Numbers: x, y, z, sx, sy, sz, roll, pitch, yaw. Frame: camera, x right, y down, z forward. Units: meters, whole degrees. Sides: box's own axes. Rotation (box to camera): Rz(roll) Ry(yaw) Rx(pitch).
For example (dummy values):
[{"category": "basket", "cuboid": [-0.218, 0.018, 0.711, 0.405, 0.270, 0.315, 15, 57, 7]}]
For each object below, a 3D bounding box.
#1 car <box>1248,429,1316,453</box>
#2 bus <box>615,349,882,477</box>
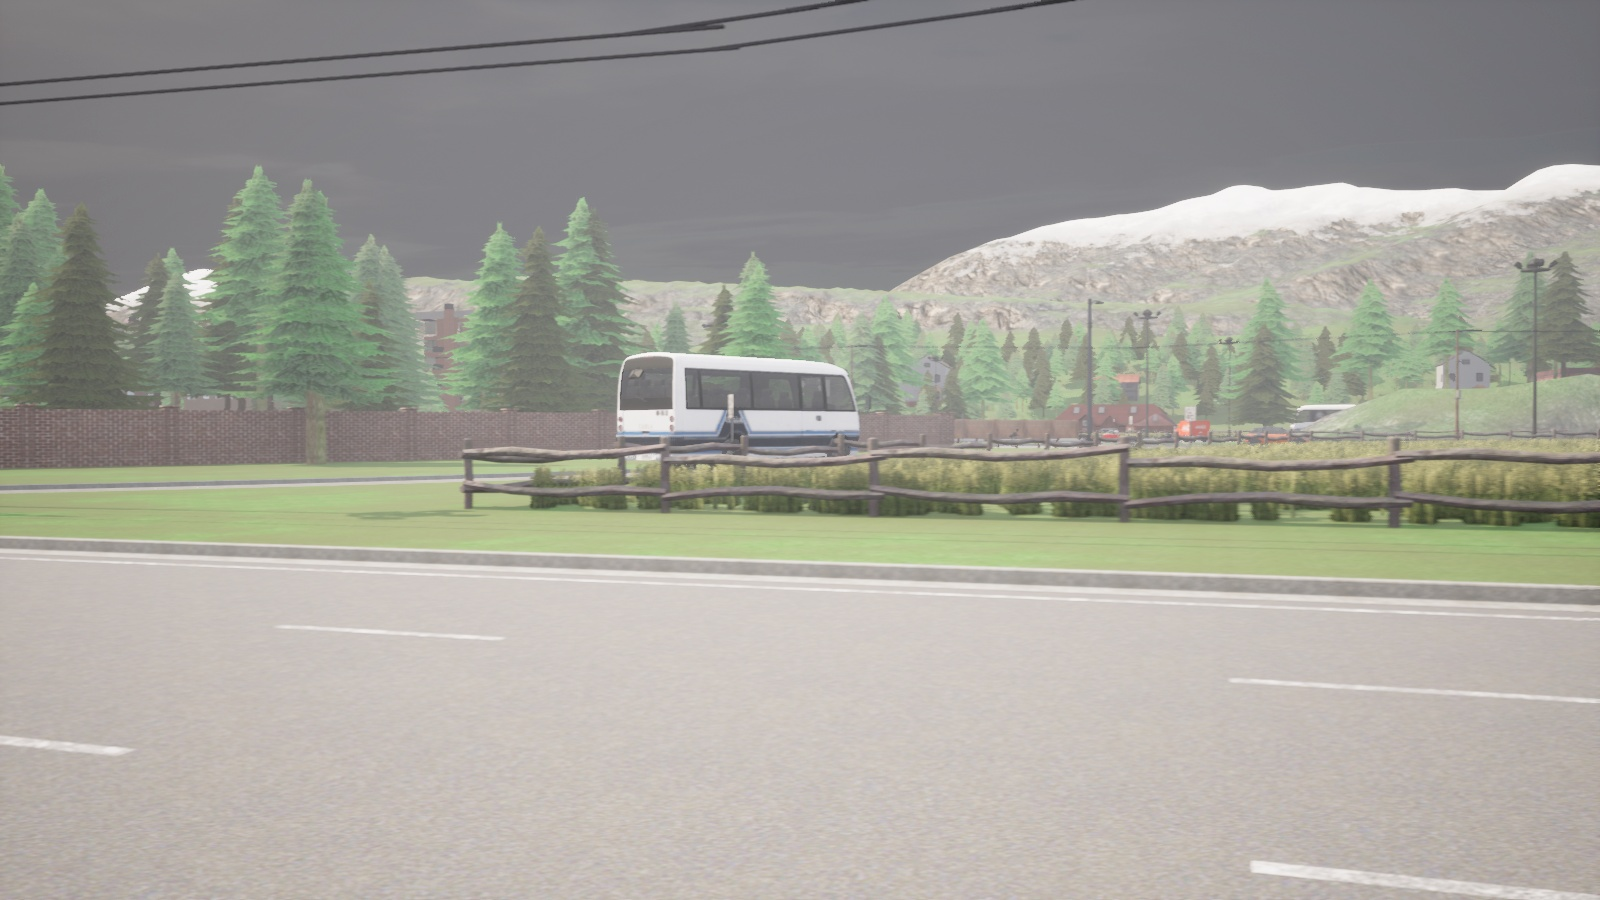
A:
[{"category": "car", "cuboid": [35.592, -0.669, 92.876, 4.553, 1.767, 2.097, 1, 1, 18]}, {"category": "bus", "cuboid": [-1.674, -1.311, 47.124, 3.944, 4.253, 10.273, 1, 1, 42]}]
